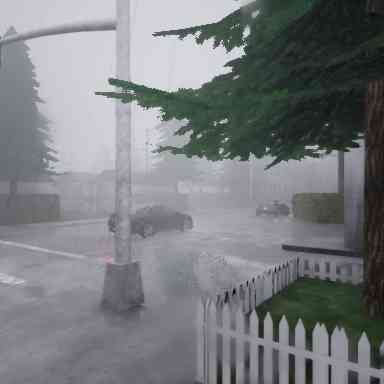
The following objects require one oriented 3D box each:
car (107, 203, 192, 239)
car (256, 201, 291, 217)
[{"bbox_3d":[-1.853,1.314,16.184,1.837,1.490,4.892,0,0,35],"label":"car"},{"bbox_3d":[7.187,1.465,29.209,1.994,1.385,4.181,0,-4,34],"label":"car"}]
